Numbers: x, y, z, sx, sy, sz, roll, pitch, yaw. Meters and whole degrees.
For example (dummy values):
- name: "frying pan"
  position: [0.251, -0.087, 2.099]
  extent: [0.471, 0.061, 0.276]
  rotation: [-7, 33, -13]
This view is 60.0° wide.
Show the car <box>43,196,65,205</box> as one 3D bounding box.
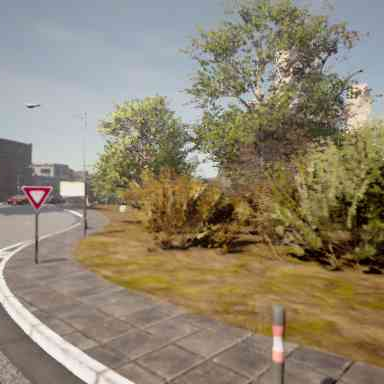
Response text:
- name: "car"
  position: [-21.140, 1.260, 50.572]
  extent: [2.033, 1.411, 5.357]
  rotation: [1, -2, 2]

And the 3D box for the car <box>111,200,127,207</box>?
- name: "car"
  position: [-14.620, 2.487, 70.139]
  extent: [4.892, 1.521, 2.231]
  rotation: [1, -3, 4]

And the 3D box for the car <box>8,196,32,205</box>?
- name: "car"
  position: [-23.941, 1.179, 46.838]
  extent: [1.895, 1.301, 4.718]
  rotation: [1, -1, -5]
